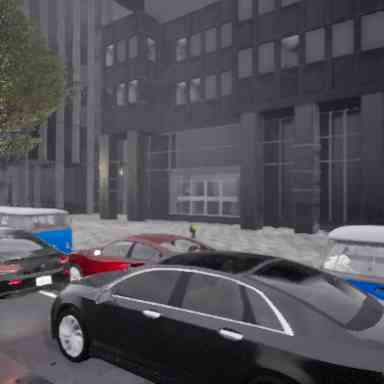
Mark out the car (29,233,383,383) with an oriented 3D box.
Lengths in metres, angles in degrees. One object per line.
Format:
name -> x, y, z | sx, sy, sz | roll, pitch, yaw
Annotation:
car -> 0.105, 1.536, 4.292 | 4.892, 1.490, 1.837 | 0, 0, 36

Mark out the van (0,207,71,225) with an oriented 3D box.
van -> -5.595, 1.394, 10.762 | 3.998, 1.788, 1.690 | 0, 0, 36

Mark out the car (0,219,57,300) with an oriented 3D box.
car -> -4.740, 1.563, 7.831 | 4.674, 1.442, 1.812 | 0, 0, 36

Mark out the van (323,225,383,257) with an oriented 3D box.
van -> 3.478, 1.384, 4.135 | 3.998, 1.788, 1.690 | 0, 0, 36

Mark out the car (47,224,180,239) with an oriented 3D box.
car -> -1.059, 1.592, 7.447 | 4.507, 1.381, 1.887 | 0, 0, 36
